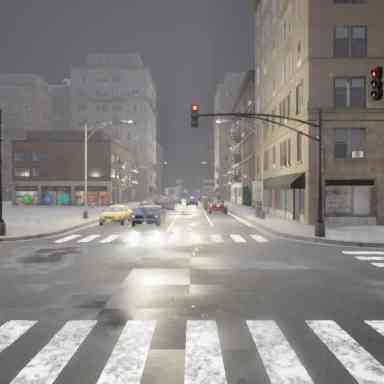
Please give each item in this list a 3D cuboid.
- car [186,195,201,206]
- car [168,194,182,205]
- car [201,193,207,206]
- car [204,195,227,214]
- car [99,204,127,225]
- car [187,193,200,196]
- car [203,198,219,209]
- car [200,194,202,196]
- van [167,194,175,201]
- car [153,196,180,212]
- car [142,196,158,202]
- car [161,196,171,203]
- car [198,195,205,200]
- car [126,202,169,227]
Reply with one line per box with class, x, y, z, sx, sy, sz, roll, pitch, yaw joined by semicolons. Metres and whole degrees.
car;-0.014;1.604;53.887;1.895;1.301;4.718;0;0;0
car;-2.766;1.537;58.245;1.812;1.442;4.674;0;0;0
car;2.627;1.317;41.058;2.192;1.841;5.009;0;0;0
car;2.628;1.441;35.396;1.967;1.590;4.097;0;0;0
car;-5.394;1.526;23.900;1.752;1.417;4.829;0;0;0
car;-0.017;1.225;64.189;2.150;2.045;5.566;0;0;0
car;2.625;1.568;46.720;1.947;1.339;4.313;0;0;0
car;2.619;1.555;69.367;2.008;1.369;4.403;0;0;0
van;-5.410;1.349;86.351;1.690;1.788;3.998;0;0;0
car;-2.858;1.549;38.267;2.033;1.411;5.357;0;0;0
car;-5.398;1.553;41.056;2.008;1.369;4.403;0;0;0
car;-5.406;1.530;69.196;1.752;1.417;4.829;0;0;0
car;2.613;1.575;92.015;1.947;1.339;4.313;0;0;0
car;-2.881;1.601;22.718;1.895;1.301;4.718;0;0;1
